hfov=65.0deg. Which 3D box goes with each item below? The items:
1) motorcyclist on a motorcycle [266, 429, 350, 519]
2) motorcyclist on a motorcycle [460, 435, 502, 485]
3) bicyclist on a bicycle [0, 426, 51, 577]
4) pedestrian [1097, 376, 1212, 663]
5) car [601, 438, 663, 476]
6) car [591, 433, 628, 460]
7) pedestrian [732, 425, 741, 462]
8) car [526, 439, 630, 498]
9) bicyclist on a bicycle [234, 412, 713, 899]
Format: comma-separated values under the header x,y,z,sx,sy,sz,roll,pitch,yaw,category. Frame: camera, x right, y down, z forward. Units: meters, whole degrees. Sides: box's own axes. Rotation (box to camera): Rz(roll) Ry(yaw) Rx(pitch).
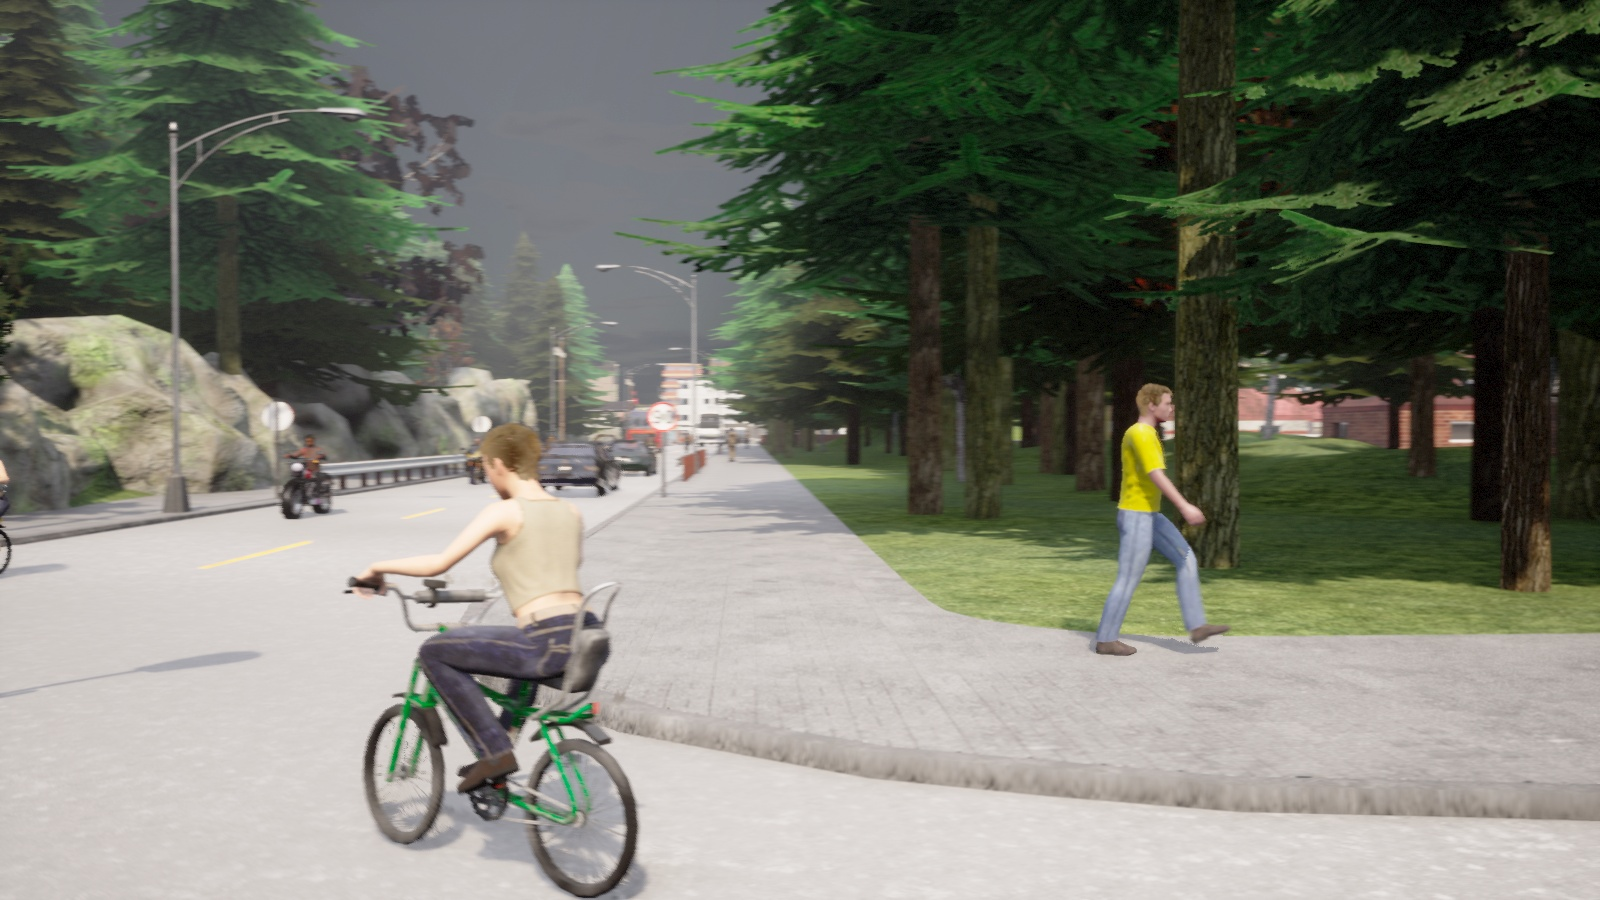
x,y,z,sx,sy,sz,roll,pitch,yaw,category
-9.414,0.423,24.121,0.766,1.649,2.350,0,1,-2,motorcyclist on a motorcycle
-10.061,0.305,39.706,0.866,1.530,2.191,0,1,-2,motorcyclist on a motorcycle
-8.966,0.546,13.593,0.866,1.612,1.509,0,1,-2,bicyclist on a bicycle
2.343,0.441,8.311,0.706,1.836,0.354,0,1,16,pedestrian
-6.416,0.241,48.357,1.994,1.385,4.181,0,1,-2,car
-11.460,-0.214,75.566,1.789,1.549,3.705,0,0,-2,car
-3.357,-0.328,66.376,0.396,1.930,0.692,0,1,2,pedestrian
-5.796,0.419,33.406,2.033,1.411,5.357,0,1,-2,car
-1.201,0.700,4.566,1.509,1.612,0.866,1,-2,36,bicyclist on a bicycle
